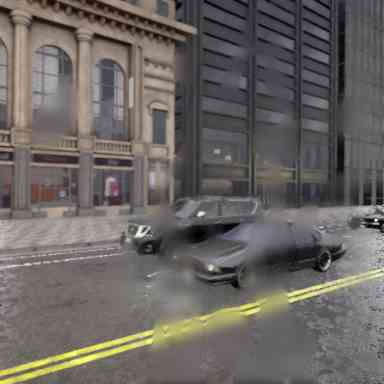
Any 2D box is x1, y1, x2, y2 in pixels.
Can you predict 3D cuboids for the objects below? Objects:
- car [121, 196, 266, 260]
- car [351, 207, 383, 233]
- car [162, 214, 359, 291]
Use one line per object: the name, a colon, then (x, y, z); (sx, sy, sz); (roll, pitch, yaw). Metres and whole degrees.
car: (0.321, 1.177, 11.861); (5.566, 2.045, 2.150); (0, 0, -35)
car: (11.107, 1.577, 19.449); (4.718, 1.301, 1.895); (0, 0, -35)
car: (2.079, 1.520, 9.127); (5.357, 1.411, 2.033); (0, 0, -35)
